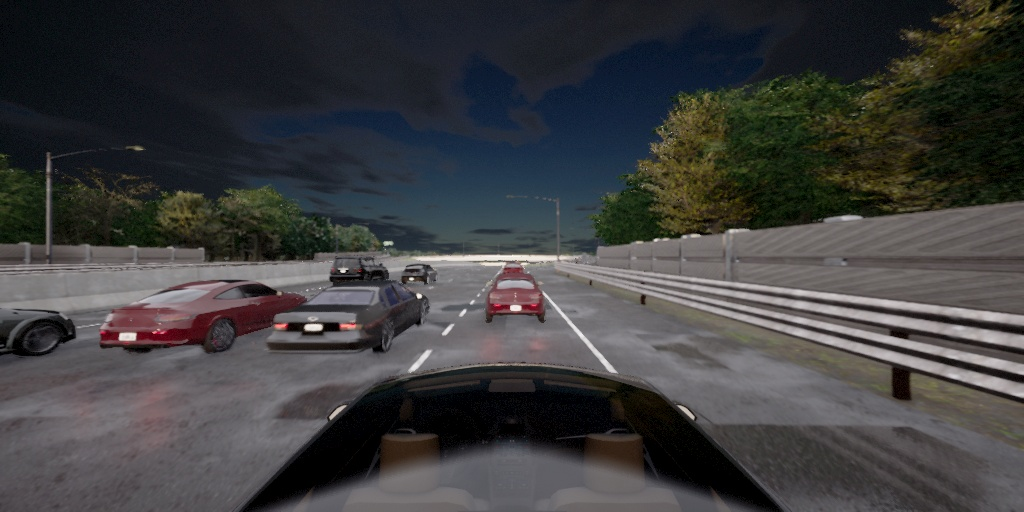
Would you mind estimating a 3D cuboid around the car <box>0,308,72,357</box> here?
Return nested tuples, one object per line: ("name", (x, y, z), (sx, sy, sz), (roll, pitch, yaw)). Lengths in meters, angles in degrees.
("car", (-10.398, 1.322, 5.936), (1.994, 1.385, 4.181), (0, 0, 0))

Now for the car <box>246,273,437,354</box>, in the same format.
("car", (-3.496, 1.313, 8.826), (2.033, 1.411, 5.357), (0, 0, 0))

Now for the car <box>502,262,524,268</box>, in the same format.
("car", (0.115, 1.322, 32.792), (1.882, 1.535, 5.008), (0, 0, 0))

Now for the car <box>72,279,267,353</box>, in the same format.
("car", (-6.896, 1.292, 8.738), (1.812, 1.442, 4.674), (0, 0, 0))

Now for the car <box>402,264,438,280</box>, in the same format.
("car", (-6.889, 1.331, 27.008), (1.837, 1.490, 4.892), (0, 0, 0))

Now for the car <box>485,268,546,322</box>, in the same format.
("car", (0.105, 1.304, 12.358), (1.812, 1.442, 4.674), (0, 0, 0))

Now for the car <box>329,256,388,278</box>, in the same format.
("car", (-10.389, 1.040, 24.726), (2.150, 2.045, 5.566), (0, 0, 0))
